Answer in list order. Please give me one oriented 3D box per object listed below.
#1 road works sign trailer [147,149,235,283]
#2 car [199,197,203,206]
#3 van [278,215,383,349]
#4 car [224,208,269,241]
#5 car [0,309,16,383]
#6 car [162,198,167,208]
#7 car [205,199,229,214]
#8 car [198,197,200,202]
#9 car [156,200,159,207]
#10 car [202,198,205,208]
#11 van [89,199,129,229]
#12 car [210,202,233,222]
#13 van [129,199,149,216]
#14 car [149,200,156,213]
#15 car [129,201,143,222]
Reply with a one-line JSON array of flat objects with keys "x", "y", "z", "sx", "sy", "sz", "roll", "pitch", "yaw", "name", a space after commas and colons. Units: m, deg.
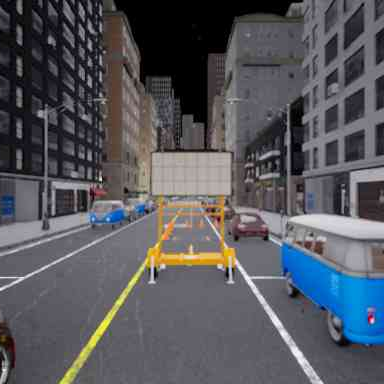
[{"x": -0.018, "y": 0.536, "z": 9.837, "sx": 2.380, "sy": 3.560, "sz": 2.880, "roll": 0, "pitch": 0, "yaw": 0, "name": "road works sign trailer"}, {"x": 2.749, "y": 1.963, "z": 55.667, "sx": 2.008, "sy": 1.369, "sz": 4.403, "roll": 0, "pitch": 0, "yaw": 0, "name": "car"}, {"x": 2.845, "y": 1.386, "z": 6.158, "sx": 1.690, "sy": 1.788, "sz": 3.998, "roll": 0, "pitch": 0, "yaw": 0, "name": "van"}, {"x": 2.824, "y": 1.707, "z": 17.159, "sx": 1.802, "sy": 1.307, "sz": 4.206, "roll": 0, "pitch": 0, "yaw": 0, "name": "car"}, {"x": -3.003, "y": 1.580, "z": 2.102, "sx": 1.994, "sy": 1.385, "sz": 4.181, "roll": 0, "pitch": 0, "yaw": 0, "name": "car"}, {"x": -5.776, "y": 1.979, "z": 55.650, "sx": 1.947, "sy": 1.339, "sz": 4.313, "roll": 0, "pitch": 0, "yaw": 0, "name": "car"}, {"x": 2.792, "y": 1.561, "z": 33.664, "sx": 2.192, "sy": 1.841, "sz": 5.009, "roll": 0, "pitch": 0, "yaw": 0, "name": "car"}, {"x": 2.728, "y": 2.064, "z": 66.669, "sx": 1.947, "sy": 1.339, "sz": 4.313, "roll": 0, "pitch": 0, "yaw": 0, "name": "car"}, {"x": -5.754, "y": 1.911, "z": 44.648, "sx": 1.802, "sy": 1.307, "sz": 4.206, "roll": 0, "pitch": 0, "yaw": 0, "name": "car"}, {"x": 2.771, "y": 1.769, "z": 44.666, "sx": 1.967, "sy": 1.590, "sz": 4.097, "roll": 0, "pitch": 0, "yaw": 0, "name": "car"}, {"x": -5.712, "y": 1.506, "z": 22.646, "sx": 1.690, "sy": 1.788, "sz": 3.998, "roll": 0, "pitch": 0, "yaw": 0, "name": "van"}, {"x": 2.803, "y": 1.787, "z": 28.160, "sx": 1.802, "sy": 1.307, "sz": 4.206, "roll": 0, "pitch": 0, "yaw": 0, "name": "car"}, {"x": -5.734, "y": 1.588, "z": 33.647, "sx": 1.690, "sy": 1.788, "sz": 3.998, "roll": 0, "pitch": 0, "yaw": 0, "name": "van"}, {"x": -5.744, "y": 1.854, "z": 39.147, "sx": 1.947, "sy": 1.339, "sz": 4.313, "roll": 0, "pitch": 0, "yaw": 0, "name": "car"}, {"x": -5.723, "y": 1.757, "z": 28.144, "sx": 2.008, "sy": 1.369, "sz": 4.403, "roll": 0, "pitch": 0, "yaw": 0, "name": "car"}]
